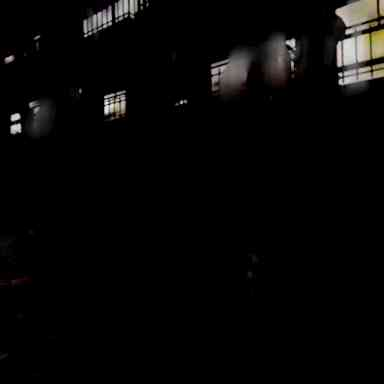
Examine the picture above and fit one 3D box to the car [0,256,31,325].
[{"bbox_3d":[-4.786,1.590,6.147,4.507,1.381,1.887,0,-2,35],"label":"car"}]
